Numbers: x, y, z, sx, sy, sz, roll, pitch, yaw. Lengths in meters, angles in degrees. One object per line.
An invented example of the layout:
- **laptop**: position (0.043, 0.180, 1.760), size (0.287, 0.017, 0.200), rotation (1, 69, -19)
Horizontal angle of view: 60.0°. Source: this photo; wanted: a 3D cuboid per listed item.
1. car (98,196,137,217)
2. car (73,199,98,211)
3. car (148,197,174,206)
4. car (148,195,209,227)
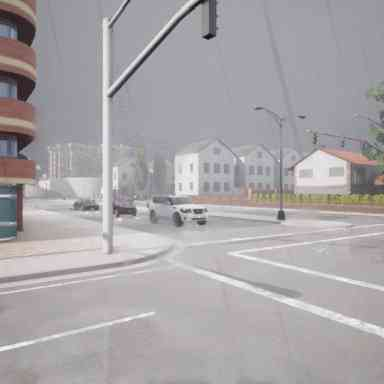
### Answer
- **car**: position (-7.013, 1.476, 32.010), size (1.882, 1.535, 5.008), rotation (0, 0, -34)
- **car**: position (-13.053, 1.547, 40.772), size (2.033, 1.411, 5.357), rotation (0, 0, -35)
- **car**: position (-5.362, 1.547, 56.340), size (2.033, 1.411, 5.357), rotation (0, 0, -34)
- **car**: position (-1.110, 1.221, 23.468), size (2.150, 2.045, 5.566), rotation (0, 0, -35)
